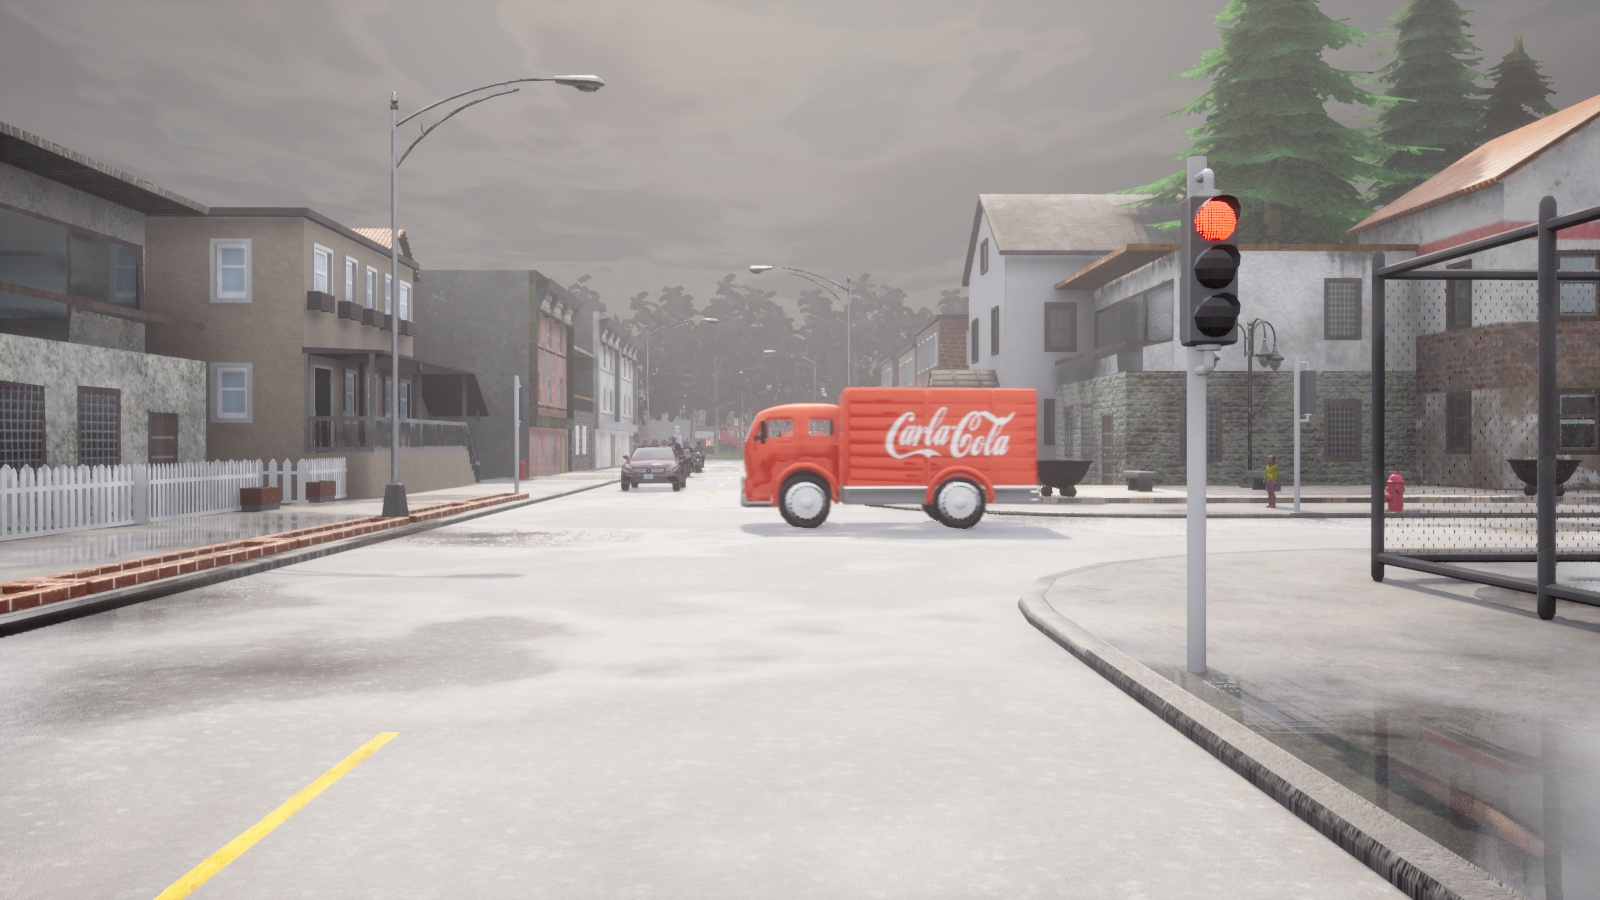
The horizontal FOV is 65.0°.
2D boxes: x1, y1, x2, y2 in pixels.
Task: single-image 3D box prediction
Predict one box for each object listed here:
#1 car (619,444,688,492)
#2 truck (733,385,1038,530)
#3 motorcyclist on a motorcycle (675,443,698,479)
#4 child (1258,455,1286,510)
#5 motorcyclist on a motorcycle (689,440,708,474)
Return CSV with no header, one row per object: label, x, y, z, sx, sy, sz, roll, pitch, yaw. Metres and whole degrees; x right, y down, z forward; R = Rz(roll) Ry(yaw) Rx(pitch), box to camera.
car,-4.706,0.538,40.827,1.812,1.442,4.674,0,0,-2
truck,1.454,0.132,22.763,5.204,2.467,2.627,0,0,0
motorcyclist on a motorcycle,-4.953,0.467,55.038,0.866,1.530,2.191,0,0,-1
child,10.032,0.690,26.706,0.473,1.160,0.299,0,0,-21
motorcyclist on a motorcycle,-5.101,0.336,63.268,0.766,1.649,2.350,0,0,-1
